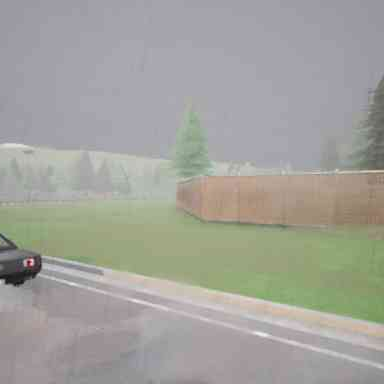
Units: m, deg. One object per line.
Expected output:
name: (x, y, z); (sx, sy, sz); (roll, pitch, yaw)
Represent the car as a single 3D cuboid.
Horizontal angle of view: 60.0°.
car: (-5.772, 1.586, 8.112); (4.718, 1.301, 1.895); (0, 0, 36)
